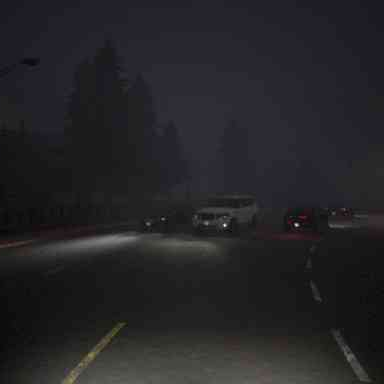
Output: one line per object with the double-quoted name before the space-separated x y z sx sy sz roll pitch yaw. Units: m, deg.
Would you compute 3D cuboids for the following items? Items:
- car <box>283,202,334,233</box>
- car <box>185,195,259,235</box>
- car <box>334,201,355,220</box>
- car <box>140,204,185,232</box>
"car" 6.856 1.503 19.737 1.837 1.490 4.892 0 0 32
"car" 2.102 1.220 19.198 2.150 2.045 5.566 0 0 30
"car" 12.604 1.524 28.430 1.812 1.442 4.674 0 0 34
"car" -1.200 1.490 20.357 2.128 1.511 4.902 0 0 29
